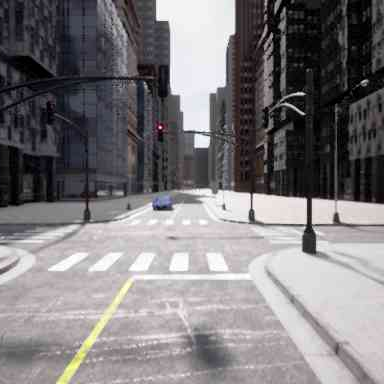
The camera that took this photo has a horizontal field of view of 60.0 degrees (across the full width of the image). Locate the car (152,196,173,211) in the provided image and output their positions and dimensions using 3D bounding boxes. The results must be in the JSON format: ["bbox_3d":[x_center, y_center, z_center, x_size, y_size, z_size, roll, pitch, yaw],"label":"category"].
[{"bbox_3d":[-3.015,1.155,34.915,1.882,1.535,5.008,0,2,0],"label":"car"}]
